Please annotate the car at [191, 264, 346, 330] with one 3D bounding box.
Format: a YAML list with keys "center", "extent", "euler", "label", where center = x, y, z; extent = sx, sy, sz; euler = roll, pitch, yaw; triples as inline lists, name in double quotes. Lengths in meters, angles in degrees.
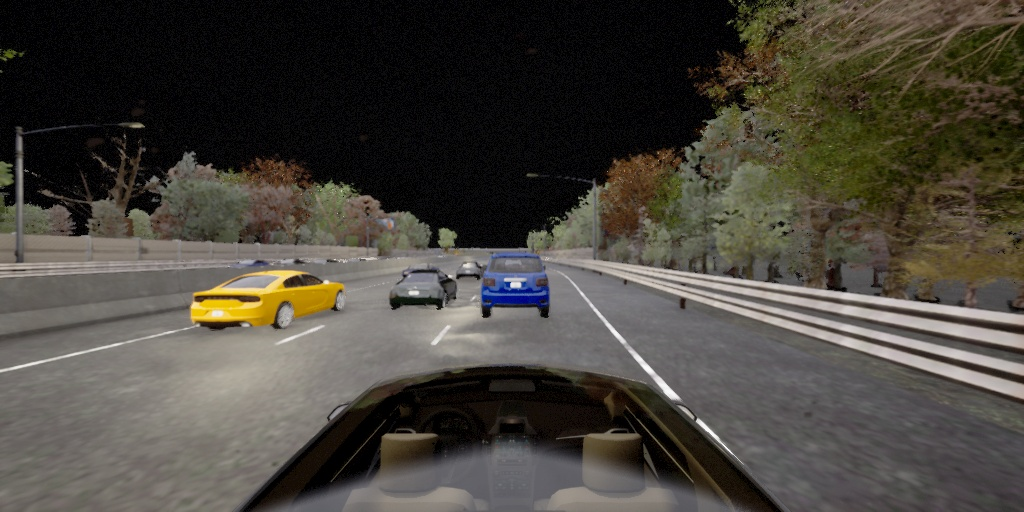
- center: [-6.915, 1.176, 10.904]
  extent: [1.882, 1.535, 5.008]
  euler: [0, 1, 0]
  label: "car"

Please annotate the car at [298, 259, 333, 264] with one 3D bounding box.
- center: [-21.090, 1.030, 39.819]
  extent: [1.882, 1.535, 5.008]
  euler: [0, 0, 0]
  label: "car"

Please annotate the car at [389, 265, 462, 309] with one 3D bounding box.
- center: [-3.407, 1.243, 14.479]
  extent: [1.994, 1.385, 4.181]
  euler: [0, 0, 0]
  label: "car"

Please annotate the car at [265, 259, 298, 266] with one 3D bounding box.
- center: [-24.590, 1.078, 39.798]
  extent: [1.812, 1.442, 4.674]
  euler: [0, 0, 0]
  label: "car"

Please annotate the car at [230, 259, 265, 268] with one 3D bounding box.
- center: [-28.012, 1.084, 38.565]
  extent: [1.812, 1.442, 4.674]
  euler: [0, 0, -1]
  label: "car"

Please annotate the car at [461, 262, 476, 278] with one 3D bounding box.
- center: [-3.409, 1.164, 29.746]
  extent: [1.994, 1.385, 4.181]
  euler: [0, 0, 0]
  label: "car"

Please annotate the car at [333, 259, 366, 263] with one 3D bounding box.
- center: [-17.591, 1.056, 40.108]
  extent: [1.837, 1.490, 4.892]
  euler: [0, 0, 0]
  label: "car"

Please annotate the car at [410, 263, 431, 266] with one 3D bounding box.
- center: [-6.909, 1.211, 27.789]
  extent: [1.895, 1.301, 4.718]
  euler: [0, 0, 0]
  label: "car"

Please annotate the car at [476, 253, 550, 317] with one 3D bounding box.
- center: [0.090, 0.909, 13.052]
  extent: [2.150, 2.045, 5.566]
  euler: [0, 0, 0]
  label: "car"
